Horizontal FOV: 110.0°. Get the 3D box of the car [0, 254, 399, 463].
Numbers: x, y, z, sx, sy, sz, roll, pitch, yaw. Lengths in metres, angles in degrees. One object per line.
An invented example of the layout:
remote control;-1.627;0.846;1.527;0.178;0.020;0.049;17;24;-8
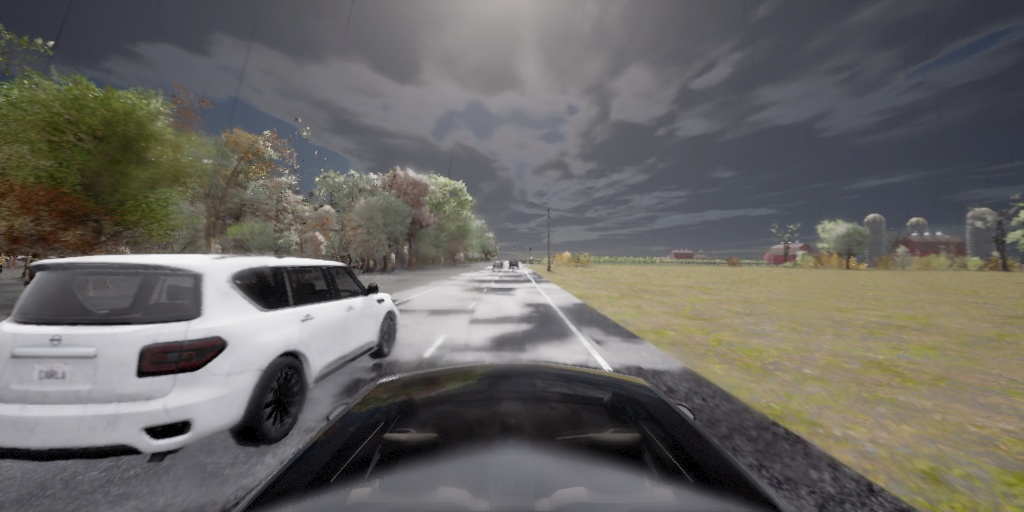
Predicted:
car;-3.521;1.019;5.443;2.150;2.045;5.566;0;-1;0
